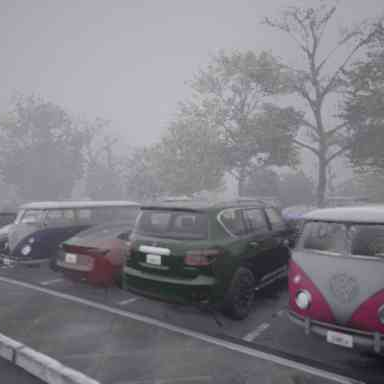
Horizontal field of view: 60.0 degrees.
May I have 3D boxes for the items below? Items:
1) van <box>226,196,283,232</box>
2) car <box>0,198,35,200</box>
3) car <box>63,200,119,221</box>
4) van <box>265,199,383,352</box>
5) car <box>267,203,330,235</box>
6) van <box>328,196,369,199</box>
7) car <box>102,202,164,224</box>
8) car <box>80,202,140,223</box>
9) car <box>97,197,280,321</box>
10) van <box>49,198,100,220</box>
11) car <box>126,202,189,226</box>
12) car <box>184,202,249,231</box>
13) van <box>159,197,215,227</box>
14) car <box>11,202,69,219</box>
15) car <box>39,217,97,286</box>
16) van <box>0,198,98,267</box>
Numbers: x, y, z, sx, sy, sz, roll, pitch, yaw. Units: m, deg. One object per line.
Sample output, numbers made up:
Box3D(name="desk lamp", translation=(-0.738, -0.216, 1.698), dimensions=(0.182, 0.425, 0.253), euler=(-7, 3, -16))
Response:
Box3D(name="van", translation=(4.111, 1.289, 21.261), dimensions=(1.878, 1.987, 4.442), euler=(-1, -1, 36))
Box3D(name="car", translation=(-18.303, 1.699, 37.530), dimensions=(2.435, 2.045, 5.566), euler=(-2, -1, 36))
Box3D(name="car", translation=(-9.339, 1.646, 31.021), dimensions=(2.185, 1.767, 4.553), euler=(-1, -1, 36))
Box3D(name="van", translation=(3.103, 1.224, 5.882), dimensions=(1.878, 1.987, 4.442), euler=(0, 0, 36))
Box3D(name="car", translation=(6.435, 1.472, 19.742), dimensions=(2.097, 1.535, 5.008), euler=(-1, -1, 36))
Box3D(name="van", translation=(8.490, 1.221, 18.117), dimensions=(1.878, 1.987, 4.442), euler=(-1, 0, 36))
Box3D(name="car", translation=(-4.821, 1.686, 27.810), dimensions=(2.097, 1.535, 5.008), euler=(-1, -1, 36))
Box3D(name="car", translation=(-7.173, 1.731, 29.499), dimensions=(2.097, 1.535, 5.008), euler=(-1, -1, 36))
Box3D(name="car", translation=(0.933, 1.197, 7.619), dimensions=(2.435, 2.045, 5.566), euler=(0, 0, 36))
Box3D(name="van", translation=(-11.503, 1.589, 32.758), dimensions=(1.878, 1.987, 4.442), euler=(-1, -1, 36))
Box3D(name="car", translation=(-2.571, 1.644, 26.194), dimensions=(2.231, 1.521, 4.892), euler=(-1, -1, 36))
Box3D(name="car", translation=(1.826, 1.554, 22.818), dimensions=(1.946, 1.575, 5.366), euler=(-1, -1, 36))
Box3D(name="van", translation=(-0.252, 1.374, 24.681), dimensions=(1.878, 1.987, 4.442), euler=(-1, -1, 36))
Box3D(name="car", translation=(-16.174, 1.899, 35.740), dimensions=(1.946, 1.575, 5.366), euler=(-1, -1, 36))
Box3D(name="car", translation=(-1.301, 1.506, 9.224), dimensions=(2.163, 1.488, 4.792), euler=(-1, 0, 36))
Box3D(name="van", translation=(-3.649, 1.293, 10.730), dimensions=(1.878, 1.987, 4.442), euler=(-1, -1, 36))
